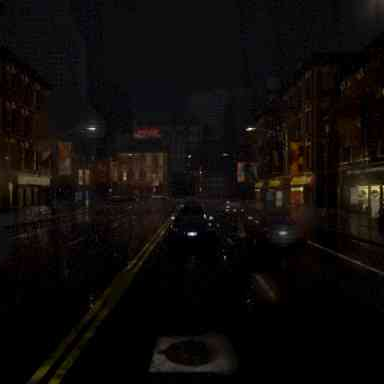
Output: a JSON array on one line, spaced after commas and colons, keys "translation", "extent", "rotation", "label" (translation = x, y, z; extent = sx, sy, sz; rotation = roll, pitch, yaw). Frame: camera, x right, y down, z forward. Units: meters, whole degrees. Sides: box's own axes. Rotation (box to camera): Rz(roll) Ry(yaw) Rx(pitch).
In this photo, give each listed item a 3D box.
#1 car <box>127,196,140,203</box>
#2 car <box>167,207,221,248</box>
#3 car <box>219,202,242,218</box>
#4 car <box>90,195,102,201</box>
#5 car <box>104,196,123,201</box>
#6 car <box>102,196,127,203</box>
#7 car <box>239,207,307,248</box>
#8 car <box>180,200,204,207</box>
[{"translation": [-12.531, 1.519, 68.253], "extent": [2.128, 1.511, 4.902], "rotation": [0, 0, -43], "label": "car"}, {"translation": [0.000, 1.570, 14.650], "extent": [1.994, 1.385, 4.181], "rotation": [0, 0, 0], "label": "car"}, {"translation": [3.500, 1.561, 29.650], "extent": [2.033, 1.411, 5.357], "rotation": [0, 0, 0], "label": "car"}, {"translation": [-25.756, 1.517, 88.656], "extent": [4.674, 1.452, 2.002], "rotation": [0, 0, 20], "label": "car"}, {"translation": [-20.452, 1.592, 86.485], "extent": [4.718, 1.301, 1.895], "rotation": [0, 0, 30], "label": "car"}, {"translation": [-15.495, 1.621, 66.264], "extent": [1.895, 1.301, 4.718], "rotation": [0, 0, -44], "label": "car"}, {"translation": [3.500, 1.570, 14.650], "extent": [1.994, 1.385, 4.181], "rotation": [0, 0, 0], "label": "car"}, {"translation": [0.000, 1.514, 29.650], "extent": [1.837, 1.490, 4.892], "rotation": [0, 0, 0], "label": "car"}]
